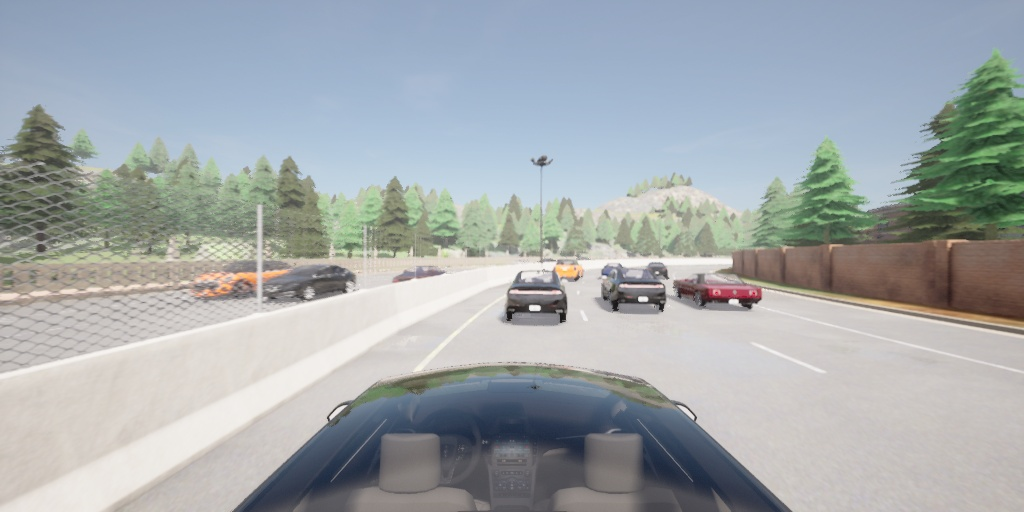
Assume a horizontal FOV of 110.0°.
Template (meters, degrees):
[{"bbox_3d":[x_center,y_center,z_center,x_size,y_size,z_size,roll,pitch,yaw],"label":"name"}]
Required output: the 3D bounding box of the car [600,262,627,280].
[{"bbox_3d":[8.887,1.254,31.194,1.994,1.385,4.181,0,0,19],"label":"car"}]

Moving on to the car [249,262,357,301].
[{"bbox_3d":[-9.259,1.162,16.794,1.837,1.490,4.892,0,0,9],"label":"car"}]

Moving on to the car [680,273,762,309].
[{"bbox_3d":[8.314,1.343,15.069,1.895,1.301,4.718,0,0,9],"label":"car"}]

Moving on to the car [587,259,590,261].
[{"bbox_3d":[11.275,0.957,59.256,2.097,1.767,4.553,0,0,35],"label":"car"}]

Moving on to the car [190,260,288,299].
[{"bbox_3d":[-12.674,0.992,17.396,2.097,1.767,4.553,0,0,9],"label":"car"}]

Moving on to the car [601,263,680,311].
[{"bbox_3d":[4.710,1.220,14.330,2.128,1.511,4.902,0,0,8],"label":"car"}]

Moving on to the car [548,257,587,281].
[{"bbox_3d":[4.685,1.028,29.630,2.097,1.767,4.553,0,0,17],"label":"car"}]

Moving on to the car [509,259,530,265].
[{"bbox_3d":[1.277,1.169,56.673,1.895,1.301,4.718,0,0,30],"label":"car"}]

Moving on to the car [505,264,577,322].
[{"bbox_3d":[0.884,1.210,12.216,2.128,1.511,4.902,0,0,6],"label":"car"}]

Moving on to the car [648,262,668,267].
[{"bbox_3d":[12.918,1.230,32.167,1.812,1.442,4.674,0,0,20],"label":"car"}]

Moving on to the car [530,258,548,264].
[{"bbox_3d":[5.236,1.091,56.404,1.837,1.490,4.892,0,0,32],"label":"car"}]

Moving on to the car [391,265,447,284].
[{"bbox_3d":[-5.100,1.228,20.276,1.994,1.385,4.181,0,0,11],"label":"car"}]
